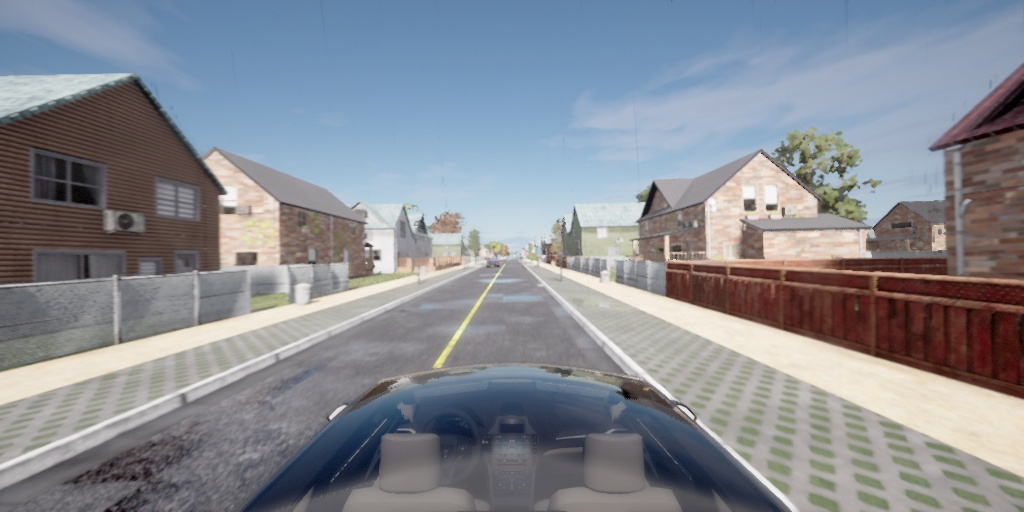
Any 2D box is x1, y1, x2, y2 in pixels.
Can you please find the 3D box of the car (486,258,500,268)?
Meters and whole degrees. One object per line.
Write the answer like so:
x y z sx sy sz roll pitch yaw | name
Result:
-2.746 0.989 52.709 2.033 1.411 5.357 -1 0 0 | car
